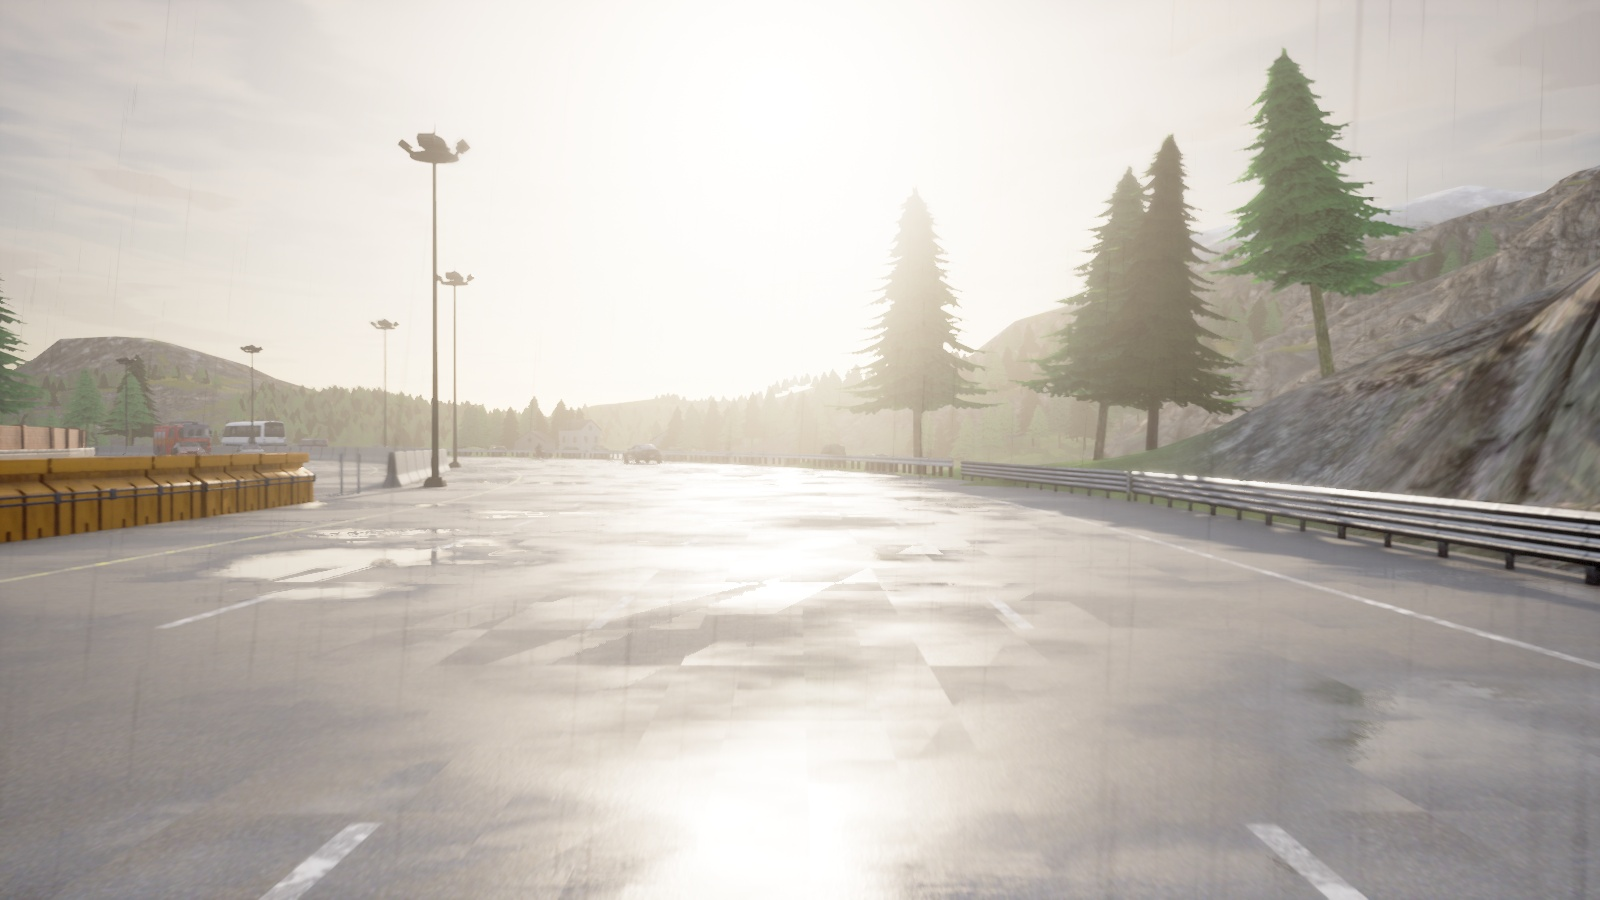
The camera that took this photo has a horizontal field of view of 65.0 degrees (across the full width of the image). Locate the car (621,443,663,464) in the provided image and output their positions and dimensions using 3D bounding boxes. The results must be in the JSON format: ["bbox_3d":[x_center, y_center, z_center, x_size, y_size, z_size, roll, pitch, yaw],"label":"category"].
[{"bbox_3d":[-11.645,0.243,92.237,1.812,1.442,4.674,0,0,-24],"label":"car"}]
